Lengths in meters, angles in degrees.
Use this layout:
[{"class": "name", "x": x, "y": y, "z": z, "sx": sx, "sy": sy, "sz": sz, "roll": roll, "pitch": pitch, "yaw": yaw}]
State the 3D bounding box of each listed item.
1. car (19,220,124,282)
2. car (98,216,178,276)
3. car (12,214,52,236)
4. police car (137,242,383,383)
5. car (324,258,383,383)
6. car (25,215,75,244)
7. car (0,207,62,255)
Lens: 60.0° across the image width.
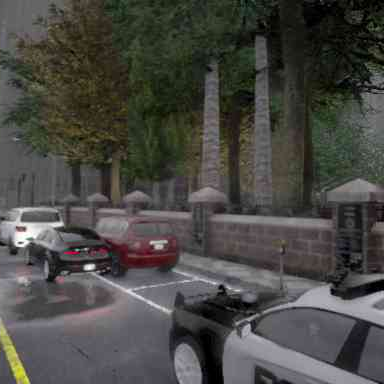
[{"class": "car", "x": -4.277, "y": 1.901, "z": 11.216, "sx": 1.837, "sy": 1.490, "sz": 4.892, "roll": 3, "pitch": -3, "yaw": -36}, {"class": "car", "x": -2.397, "y": 1.767, "z": 11.812, "sx": 2.192, "sy": 1.841, "sz": 5.009, "roll": 3, "pitch": -3, "yaw": -36}, {"class": "car", "x": -12.083, "y": 2.385, "z": 24.997, "sx": 1.947, "sy": 1.339, "sz": 4.313, "roll": 3, "pitch": -3, "yaw": -36}, {"class": "police car", "x": 1.574, "y": 1.600, "z": 3.248, "sx": 1.930, "sy": 1.638, "sz": 5.238, "roll": 3, "pitch": -3, "yaw": -36}, {"class": "car", "x": 3.953, "y": 1.737, "z": 3.144, "sx": 1.752, "sy": 1.417, "sz": 4.829, "roll": 3, "pitch": -3, "yaw": -36}, {"class": "car", "x": -8.955, "y": 2.226, "z": 20.737, "sx": 1.752, "sy": 1.417, "sz": 4.829, "roll": 3, "pitch": -3, "yaw": -36}, {"class": "car", "x": -7.838, "y": 1.755, "z": 16.089, "sx": 2.150, "sy": 2.045, "sz": 5.566, "roll": 3, "pitch": -3, "yaw": -36}]
